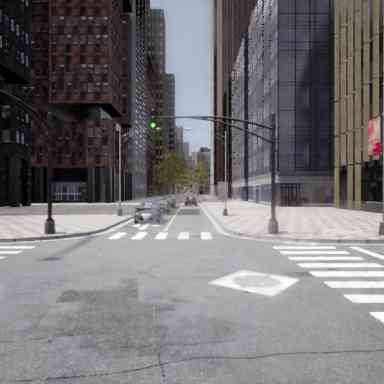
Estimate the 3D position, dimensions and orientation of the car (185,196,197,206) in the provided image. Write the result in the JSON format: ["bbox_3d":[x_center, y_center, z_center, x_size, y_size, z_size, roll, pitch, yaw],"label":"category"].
[{"bbox_3d":[-0.180,1.521,55.111,1.812,1.442,4.674,0,0,0],"label":"car"}]

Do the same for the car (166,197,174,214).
[{"bbox_3d":[-3.196,1.522,34.877,1.812,1.442,4.674,0,0,0],"label":"car"}]

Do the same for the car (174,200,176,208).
[{"bbox_3d":[-3.230,1.474,45.231,1.882,1.535,5.008,0,0,0],"label":"car"}]

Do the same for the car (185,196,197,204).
[{"bbox_3d":[-0.218,1.488,65.116,2.128,1.511,4.902,0,0,0],"label":"car"}]

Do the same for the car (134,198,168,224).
[{"bbox_3d":[-3.169,1.489,25.045,2.128,1.511,4.902,0,0,-1],"label":"car"}]
